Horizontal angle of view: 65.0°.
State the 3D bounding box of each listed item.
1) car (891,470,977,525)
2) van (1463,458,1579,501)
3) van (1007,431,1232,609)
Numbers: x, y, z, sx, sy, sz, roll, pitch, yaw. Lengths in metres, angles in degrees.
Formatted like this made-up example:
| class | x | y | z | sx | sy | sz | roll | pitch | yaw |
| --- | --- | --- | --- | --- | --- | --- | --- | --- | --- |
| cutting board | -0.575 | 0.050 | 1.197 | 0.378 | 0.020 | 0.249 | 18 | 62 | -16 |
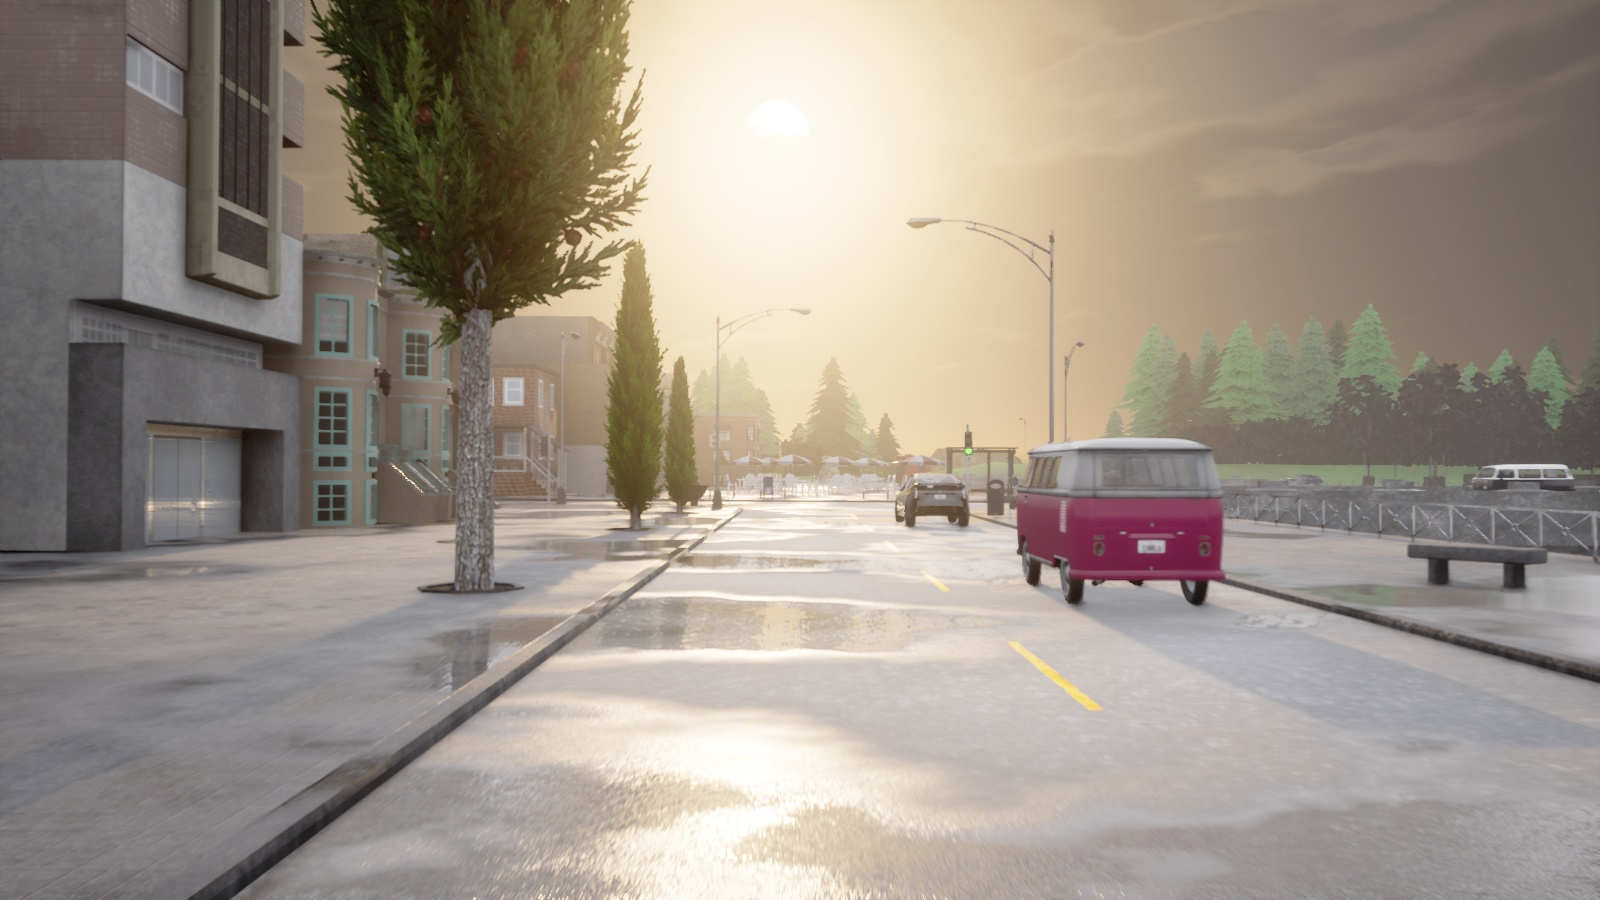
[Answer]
| class | x | y | z | sx | sy | sz | roll | pitch | yaw |
| --- | --- | --- | --- | --- | --- | --- | --- | --- | --- |
| car | 3.905 | 1.371 | 37.327 | 2.007 | 1.525 | 4.514 | 0 | -1 | -1 |
| van | 35.189 | 1.425 | 61.360 | 4.480 | 2.038 | 2.069 | 0 | -1 | 0 |
| van | 3.954 | 0.825 | 16.335 | 1.775 | 1.987 | 4.442 | 0 | -1 | 0 |
